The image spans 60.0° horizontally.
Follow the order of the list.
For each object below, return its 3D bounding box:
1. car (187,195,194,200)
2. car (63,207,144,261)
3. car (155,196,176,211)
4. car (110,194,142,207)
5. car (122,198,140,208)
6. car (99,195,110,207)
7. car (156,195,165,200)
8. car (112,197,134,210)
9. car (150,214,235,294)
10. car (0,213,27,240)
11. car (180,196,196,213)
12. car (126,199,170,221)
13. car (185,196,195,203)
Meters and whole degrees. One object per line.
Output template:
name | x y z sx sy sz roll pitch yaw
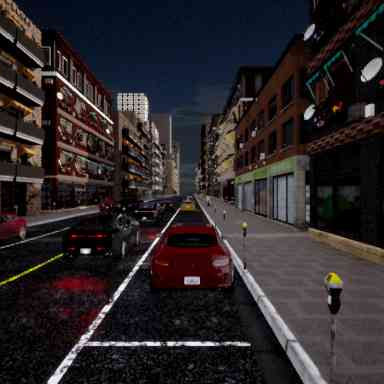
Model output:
car | -0.452 1.513 93.685 1.752 1.417 4.829 0 0 0
car | -3.145 1.505 12.257 1.837 1.490 4.892 0 0 0
car | -3.061 1.547 40.782 2.033 1.411 5.357 0 0 0
car | -6.240 1.222 33.354 2.150 2.045 5.566 0 0 0
car | -8.834 1.543 48.430 1.887 1.381 4.507 0 0 0
car | -8.833 1.314 37.157 2.192 1.841 5.009 0 0 0
car | -8.834 1.539 93.519 2.008 1.369 4.403 0 0 0
car | -8.834 1.439 42.793 1.967 1.590 4.097 0 0 0
car | 0.004 1.526 8.649 1.812 1.442 4.674 0 0 0
car | -8.835 1.583 14.612 1.802 1.307 4.206 0 0 0
car | -0.454 1.525 37.323 1.752 1.417 4.829 0 0 0
car | -3.072 1.493 24.087 2.128 1.511 4.902 0 0 0
car | -0.453 1.545 70.970 2.008 1.369 4.403 0 0 0
